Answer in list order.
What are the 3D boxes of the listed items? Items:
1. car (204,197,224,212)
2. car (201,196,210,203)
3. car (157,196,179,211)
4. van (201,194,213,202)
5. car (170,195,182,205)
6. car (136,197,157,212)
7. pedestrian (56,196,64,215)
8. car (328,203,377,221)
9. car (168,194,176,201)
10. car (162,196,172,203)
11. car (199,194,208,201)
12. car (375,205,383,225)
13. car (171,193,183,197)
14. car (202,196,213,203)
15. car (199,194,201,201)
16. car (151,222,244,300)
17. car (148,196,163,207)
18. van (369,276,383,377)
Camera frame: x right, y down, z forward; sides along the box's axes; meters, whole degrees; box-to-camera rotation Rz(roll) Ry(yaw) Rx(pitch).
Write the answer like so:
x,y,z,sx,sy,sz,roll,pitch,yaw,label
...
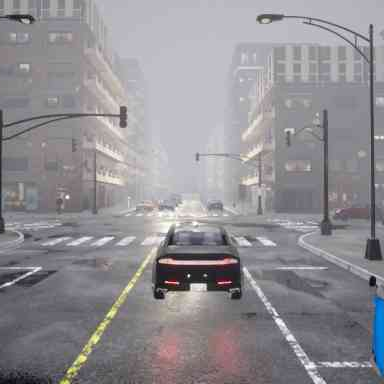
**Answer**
x,y,z,sx,sy,sz,roll,pitch,yaw,label
2.789,1.582,39.847,1.947,1.339,4.313,1,0,0,car
2.862,1.615,73.702,1.802,1.307,4.206,1,0,0,car
-3.013,1.564,40.843,2.033,1.411,5.357,0,0,0,car
2.830,1.365,56.774,1.690,1.788,3.998,1,0,0,van
-2.983,1.546,50.747,1.812,1.442,4.674,0,0,0,car
-5.590,1.541,39.695,1.752,1.417,4.829,1,0,0,car
-12.471,1.219,31.322,0.375,1.860,0.375,0,-1,1,pedestrian
13.703,1.609,28.008,4.097,1.590,1.967,0,-1,1,car
-5.478,1.484,90.649,1.967,1.590,4.097,1,0,0,car
-5.516,1.578,73.721,1.887,1.381,4.507,1,0,0,car
2.892,1.355,84.987,2.192,1.841,5.009,1,0,0,car
13.581,1.584,19.627,4.313,1.339,1.947,0,-1,1,car
-2.929,1.248,61.484,2.150,2.045,5.566,0,0,1,car
2.802,1.569,45.490,2.008,1.369,4.403,1,0,0,car
2.852,1.555,68.230,1.752,1.417,4.829,1,0,0,car
0.119,1.494,8.389,2.128,1.511,4.902,0,0,0,car
-5.564,1.461,51.150,1.967,1.590,4.097,1,0,0,car
2.678,1.342,1.900,1.690,1.788,3.998,1,0,0,van
